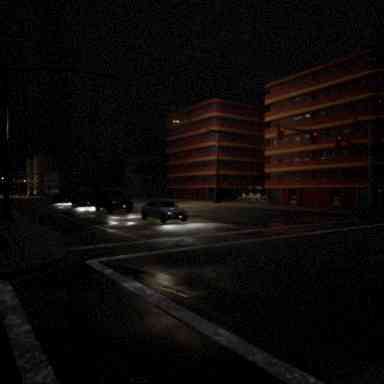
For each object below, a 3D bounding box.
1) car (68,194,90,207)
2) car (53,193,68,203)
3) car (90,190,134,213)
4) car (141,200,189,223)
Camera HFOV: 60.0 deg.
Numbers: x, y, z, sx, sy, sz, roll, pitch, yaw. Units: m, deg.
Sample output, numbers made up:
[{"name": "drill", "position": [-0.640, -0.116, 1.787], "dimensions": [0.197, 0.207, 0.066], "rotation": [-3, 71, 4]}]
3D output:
[{"name": "car", "position": [-12.933, 1.012, 39.529], "dimensions": [1.994, 1.385, 4.181], "rotation": [0, 1, -34]}, {"name": "car", "position": [-18.406, 0.825, 47.499], "dimensions": [1.994, 1.385, 4.181], "rotation": [0, 1, -35]}, {"name": "car", "position": [-7.563, 0.851, 31.730], "dimensions": [2.150, 2.045, 5.566], "rotation": [0, 1, -35]}, {"name": "car", "position": [-2.069, 1.311, 23.741], "dimensions": [1.812, 1.442, 4.674], "rotation": [0, 1, -35]}]
